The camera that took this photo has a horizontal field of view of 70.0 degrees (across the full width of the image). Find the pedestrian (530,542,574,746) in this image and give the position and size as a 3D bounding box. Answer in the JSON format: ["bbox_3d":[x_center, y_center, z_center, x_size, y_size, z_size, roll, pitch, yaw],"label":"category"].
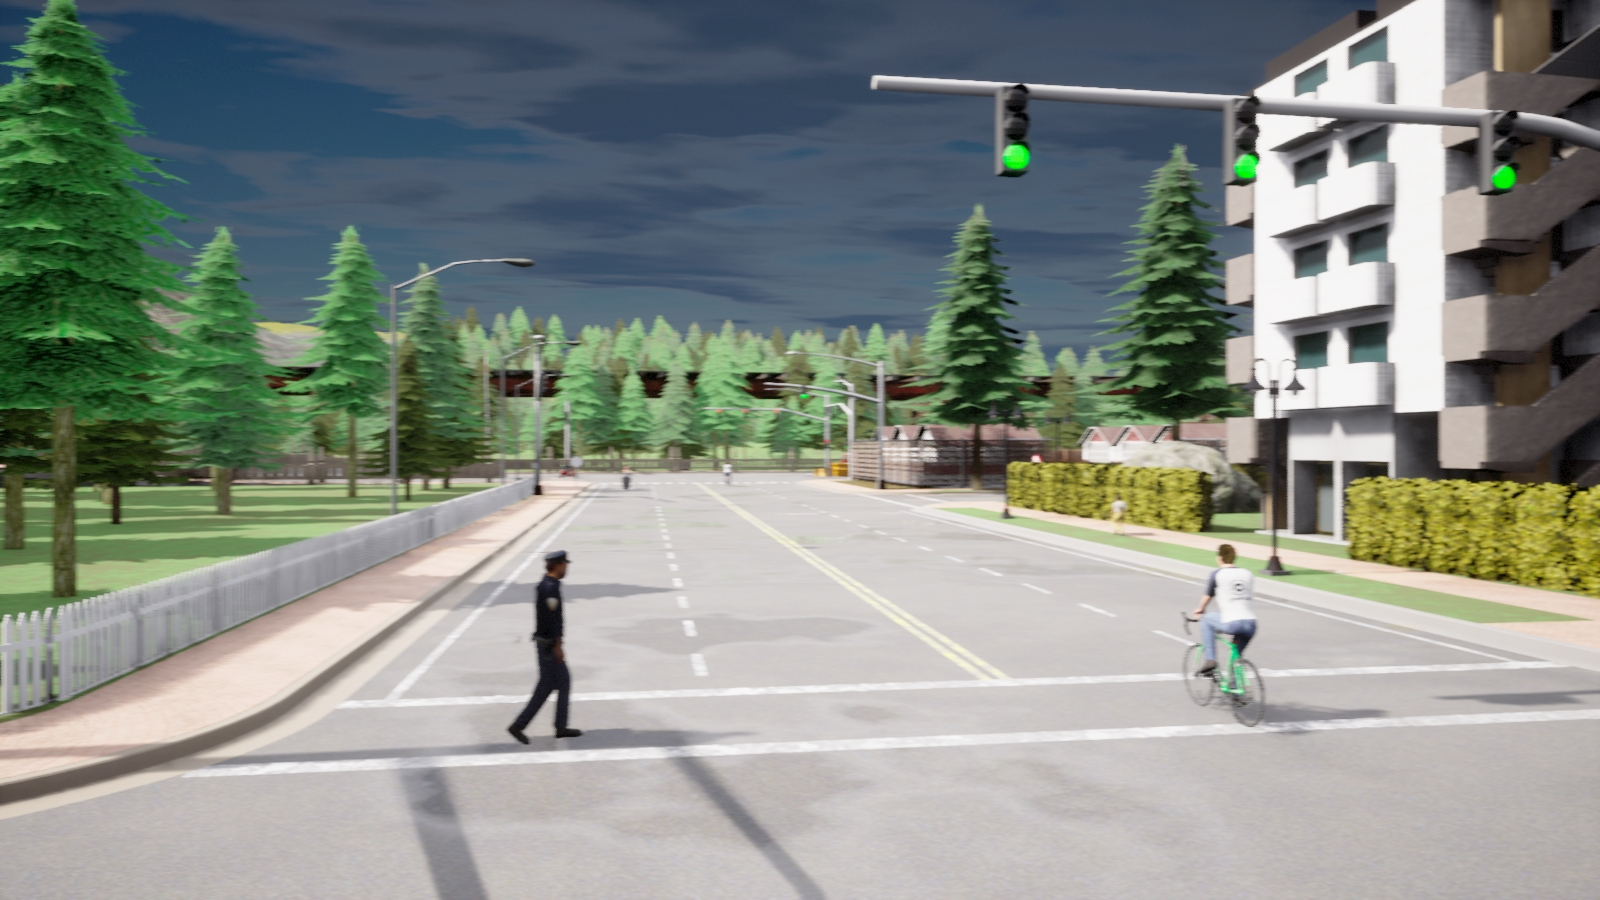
[{"bbox_3d":[-2.358,1.824,10.849,0.375,1.860,0.375,0,0,-16],"label":"pedestrian"}]

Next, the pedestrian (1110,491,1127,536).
[{"bbox_3d":[9.478,1.878,33.973,0.375,1.300,0.375,0,0,-6],"label":"pedestrian"}]

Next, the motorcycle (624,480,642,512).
[{"bbox_3d":[-7.370,2.039,50.616,0.764,1.307,2.356,0,0,-8],"label":"motorcycle"}]
